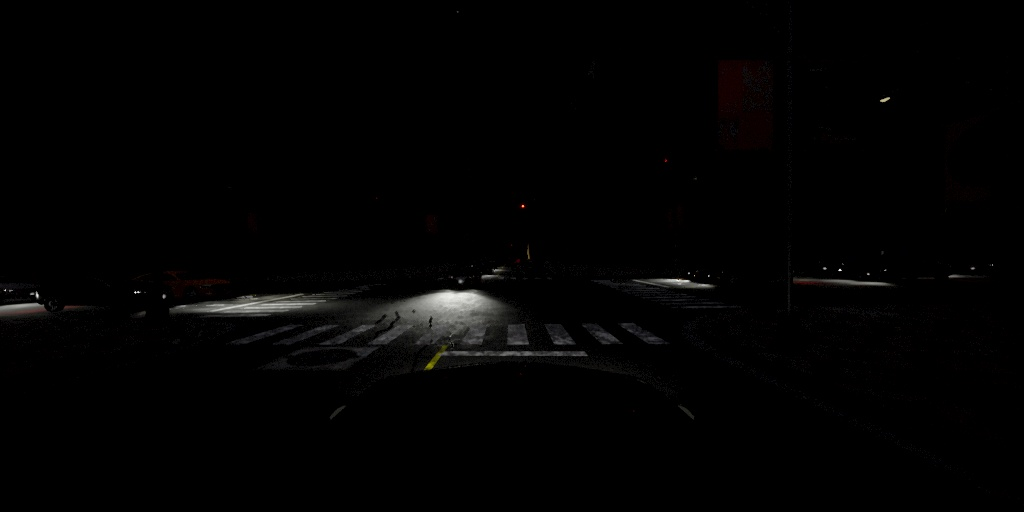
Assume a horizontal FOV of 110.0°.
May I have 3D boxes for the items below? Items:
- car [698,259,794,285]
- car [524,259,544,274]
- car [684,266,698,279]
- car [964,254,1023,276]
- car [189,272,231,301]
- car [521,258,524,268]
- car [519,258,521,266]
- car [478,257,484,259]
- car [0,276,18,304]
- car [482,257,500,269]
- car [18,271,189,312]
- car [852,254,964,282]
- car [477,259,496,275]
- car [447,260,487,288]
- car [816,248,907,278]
[{"bbox_3d":[14.728,0.965,22.387,4.892,1.490,1.837,-1,0,2],"label":"car"},{"bbox_3d":[2.726,1.305,41.122,2.007,1.370,4.403,0,0,0],"label":"car"},{"bbox_3d":[14.654,1.020,25.657,4.181,1.385,1.994,-1,0,0],"label":"car"},{"bbox_3d":[35.477,0.586,25.682,4.902,1.511,2.128,-1,0,0],"label":"car"},{"bbox_3d":[-17.652,1.528,18.905,5.008,1.535,1.882,-1,0,2],"label":"car"},{"bbox_3d":[2.671,1.304,52.011,1.888,1.381,4.507,0,0,0],"label":"car"},{"bbox_3d":[2.644,1.311,57.455,2.007,1.370,4.403,0,0,0],"label":"car"},{"bbox_3d":[-5.897,1.328,60.646,1.948,1.339,4.313,0,0,0],"label":"car"},{"bbox_3d":[-27.627,1.763,18.884,4.674,1.442,1.812,-1,0,0],"label":"car"},{"bbox_3d":[-3.199,1.285,54.515,1.812,1.442,4.674,0,0,0],"label":"car"},{"bbox_3d":[-17.629,1.547,15.661,4.902,1.511,2.128,-1,0,2],"label":"car"},{"bbox_3d":[24.611,0.812,22.428,4.674,1.442,1.812,-1,0,0],"label":"car"},{"bbox_3d":[-3.127,1.302,39.488,2.033,1.411,5.357,0,0,0],"label":"car"},{"bbox_3d":[-3.063,1.247,23.766,2.128,1.511,4.902,0,0,0],"label":"car"},{"bbox_3d":[25.145,0.494,25.679,5.566,2.045,2.150,-1,0,0],"label":"car"}]
